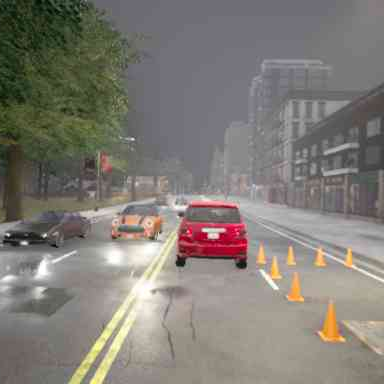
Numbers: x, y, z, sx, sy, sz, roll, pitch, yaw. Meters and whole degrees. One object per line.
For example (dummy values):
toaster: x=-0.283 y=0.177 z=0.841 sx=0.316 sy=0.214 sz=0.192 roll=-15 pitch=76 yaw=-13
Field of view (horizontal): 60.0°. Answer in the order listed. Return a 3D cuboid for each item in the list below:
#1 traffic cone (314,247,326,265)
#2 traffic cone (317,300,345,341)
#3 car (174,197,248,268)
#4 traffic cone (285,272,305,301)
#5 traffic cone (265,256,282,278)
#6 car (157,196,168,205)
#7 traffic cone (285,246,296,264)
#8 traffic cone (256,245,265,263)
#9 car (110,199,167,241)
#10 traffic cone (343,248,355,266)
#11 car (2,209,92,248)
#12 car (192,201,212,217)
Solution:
traffic cone: x=4.379 y=2.181 z=11.391 sx=0.340 sy=0.580 sz=0.340 roll=2 pitch=0 yaw=1
traffic cone: x=2.271 y=2.069 z=5.429 sx=0.340 sy=0.580 sz=0.340 roll=2 pitch=0 yaw=1
car: x=0.642 y=1.342 z=11.995 sx=2.150 sy=2.045 sz=5.566 roll=2 pitch=0 yaw=1
traffic cone: x=2.307 y=2.086 z=7.428 sx=0.340 sy=0.580 sz=0.340 roll=2 pitch=0 yaw=1
traffic cone: x=2.344 y=2.104 z=9.428 sx=0.340 sy=0.580 sz=0.340 roll=2 pitch=0 yaw=1
car: x=-5.184 y=1.525 z=56.290 sx=1.837 sy=1.490 sz=4.892 roll=2 pitch=1 yaw=2
traffic cone: x=3.380 y=2.152 z=11.409 sx=0.340 sy=0.580 sz=0.340 roll=2 pitch=0 yaw=1
traffic cone: x=2.380 y=2.122 z=11.428 sx=0.340 sy=0.580 sz=0.340 roll=2 pitch=0 yaw=1
car: x=-2.713 y=1.417 z=17.219 sx=2.097 sy=1.767 sz=4.553 roll=2 pitch=0 yaw=1
traffic cone: x=5.378 y=2.210 z=11.372 sx=0.340 sy=0.580 sz=0.340 roll=2 pitch=0 yaw=1
car: x=-6.015 y=1.494 z=14.697 sx=2.033 sy=1.411 sz=5.357 roll=2 pitch=0 yaw=1
car: x=1.085 y=1.852 z=36.649 sx=2.033 sy=1.411 sz=5.357 roll=2 pitch=0 yaw=1
